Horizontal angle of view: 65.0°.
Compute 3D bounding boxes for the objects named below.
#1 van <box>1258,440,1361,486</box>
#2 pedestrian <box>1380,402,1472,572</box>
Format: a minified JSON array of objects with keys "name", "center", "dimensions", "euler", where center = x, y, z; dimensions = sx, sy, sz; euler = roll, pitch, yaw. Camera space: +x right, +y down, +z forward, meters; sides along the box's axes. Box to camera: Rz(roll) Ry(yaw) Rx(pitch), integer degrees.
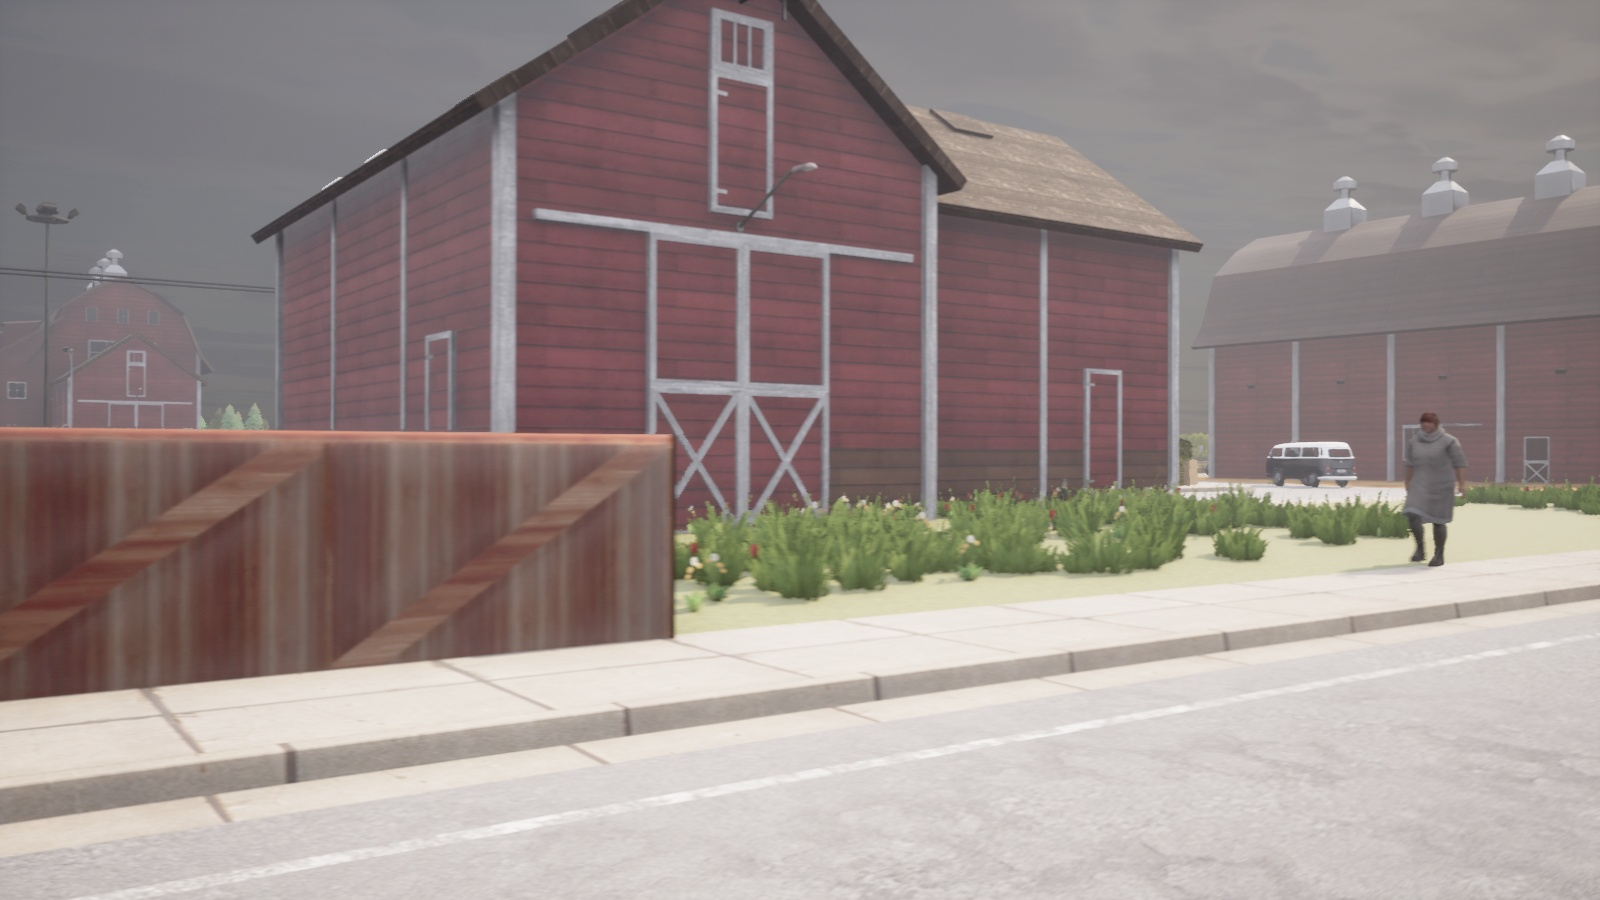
[{"name":"van","center":[23.072,0.558,57.053],"dimensions":[2.069,2.038,4.480],"euler":[0,0,-15]},{"name":"pedestrian","center":[7.444,0.421,14.927],"dimensions":[0.873,1.952,0.659],"euler":[0,0,-37]}]
